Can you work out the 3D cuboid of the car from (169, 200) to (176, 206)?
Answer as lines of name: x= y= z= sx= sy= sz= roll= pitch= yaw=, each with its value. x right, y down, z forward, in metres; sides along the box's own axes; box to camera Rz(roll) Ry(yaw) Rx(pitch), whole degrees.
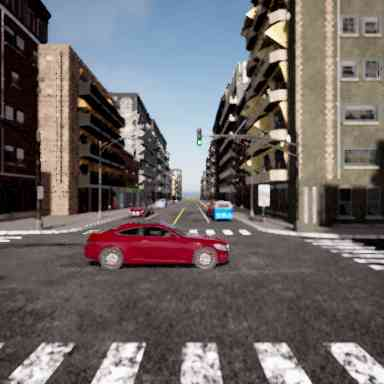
car: x=-5.750 y=2.840 z=86.228 sx=1.887 sy=1.381 sz=4.507 roll=-1 pitch=-1 yaw=0

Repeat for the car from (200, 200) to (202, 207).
car: x=2.674 y=2.195 z=53.041 sx=1.967 sy=1.590 sz=4.097 roll=-1 pitch=-1 yaw=0

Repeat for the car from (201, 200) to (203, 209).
car: x=2.676 y=2.197 z=47.687 sx=1.752 sy=1.417 sz=4.829 roll=-1 pitch=-1 yaw=0

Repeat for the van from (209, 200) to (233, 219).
van: x=2.807 y=1.765 z=30.986 sx=1.690 sy=1.788 sz=3.998 roll=-1 pitch=-1 yaw=0

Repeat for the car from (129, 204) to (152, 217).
car: x=-5.846 y=2.086 z=36.528 sx=1.802 sy=1.307 sz=4.206 roll=-1 pitch=-1 yaw=0

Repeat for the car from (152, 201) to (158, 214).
car: x=-5.847 y=2.152 z=42.049 sx=1.947 sy=1.339 sz=4.313 roll=-1 pitch=-1 yaw=0

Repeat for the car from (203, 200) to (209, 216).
car: x=2.717 y=1.818 z=36.482 sx=2.192 sy=1.841 sz=5.009 roll=-1 pitch=-1 yaw=0

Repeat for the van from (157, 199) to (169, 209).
van: x=-5.853 y=2.272 z=64.143 sx=1.690 sy=1.788 sz=3.998 roll=-1 pitch=-1 yaw=0

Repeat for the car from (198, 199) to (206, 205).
car: x=2.732 y=2.829 z=91.686 sx=1.967 sy=1.590 sz=4.097 roll=-1 pitch=-1 yaw=0

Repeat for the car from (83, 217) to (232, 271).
car: x=-1.138 y=1.677 z=10.931 sx=4.674 sy=1.442 sz=1.812 roll=0 pitch=-1 yaw=0

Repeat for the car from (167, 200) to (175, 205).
car: x=-5.762 y=2.941 z=91.750 sx=2.008 sy=1.369 sz=4.403 roll=-1 pitch=-1 yaw=0

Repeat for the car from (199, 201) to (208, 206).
car: x=2.743 y=2.767 z=80.644 sx=1.947 sy=1.339 sz=4.313 roll=-1 pitch=-1 yaw=0
